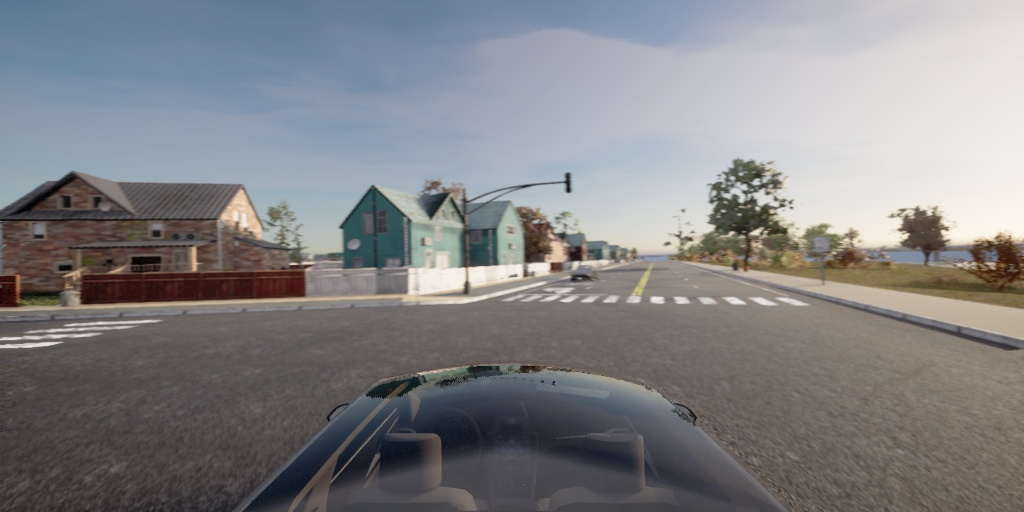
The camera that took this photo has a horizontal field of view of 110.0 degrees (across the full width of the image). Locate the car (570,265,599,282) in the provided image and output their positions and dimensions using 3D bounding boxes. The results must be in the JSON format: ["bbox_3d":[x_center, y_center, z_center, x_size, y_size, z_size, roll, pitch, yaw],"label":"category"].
[{"bbox_3d":[6.593,1.500,32.133,2.033,1.411,5.357,-2,-1,22],"label":"car"}]
